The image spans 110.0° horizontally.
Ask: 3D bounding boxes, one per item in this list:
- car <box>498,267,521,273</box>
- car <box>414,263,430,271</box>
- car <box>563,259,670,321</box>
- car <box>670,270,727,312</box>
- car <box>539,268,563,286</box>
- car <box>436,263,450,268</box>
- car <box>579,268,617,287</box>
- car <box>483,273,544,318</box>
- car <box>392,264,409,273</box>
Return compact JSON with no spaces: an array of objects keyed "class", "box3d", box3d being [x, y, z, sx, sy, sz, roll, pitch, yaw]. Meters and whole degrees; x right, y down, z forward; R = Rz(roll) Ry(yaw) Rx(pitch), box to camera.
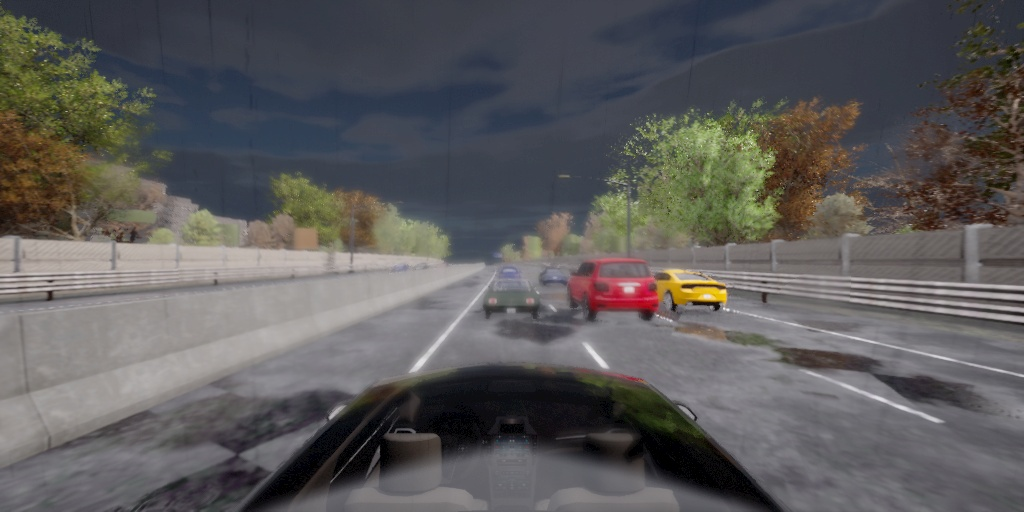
[{"class":"car","box3d":[-0.206,1.640,30.110,1.812,1.442,4.674,0,0,0]},{"class":"car","box3d":[-15.057,1.987,60.085,2.128,1.511,4.902,0,-1,-1]},{"class":"car","box3d":[3.482,1.122,13.305,2.150,2.045,5.566,0,0,0]},{"class":"car","box3d":[7.006,1.370,15.339,1.882,1.535,5.008,2,-2,0]},{"class":"car","box3d":[3.298,1.674,29.634,1.994,1.385,4.181,0,-1,0]},{"class":"car","box3d":[-11.561,1.977,60.291,1.882,1.535,5.008,0,-1,-1]},{"class":"car","box3d":[6.804,1.701,28.897,1.895,1.301,4.718,0,-1,0]},{"class":"car","box3d":[-0.017,1.506,13.758,1.895,1.301,4.718,0,-1,0]},{"class":"car","box3d":[-18.554,2.022,59.890,1.812,1.442,4.674,0,-1,-1]}]
